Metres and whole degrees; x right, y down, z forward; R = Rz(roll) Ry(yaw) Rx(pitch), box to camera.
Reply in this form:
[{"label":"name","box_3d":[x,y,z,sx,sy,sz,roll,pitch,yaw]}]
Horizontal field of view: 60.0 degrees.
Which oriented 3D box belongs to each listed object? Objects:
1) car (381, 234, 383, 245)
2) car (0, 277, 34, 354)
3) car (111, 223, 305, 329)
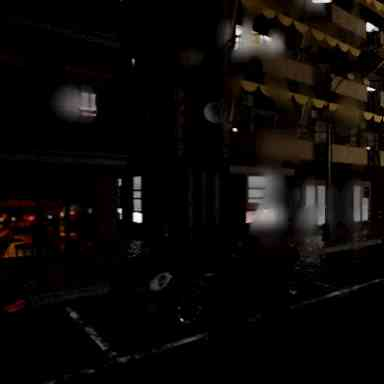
[{"label":"car","box_3d":[9.292,1.534,13.193,4.829,1.417,1.752,0,0,-35]},{"label":"car","box_3d":[-4.067,1.582,3.664,4.206,1.307,1.802,0,0,-35]},{"label":"car","box_3d":[0.431,1.442,6.874,4.097,1.590,1.967,0,0,-35]}]
